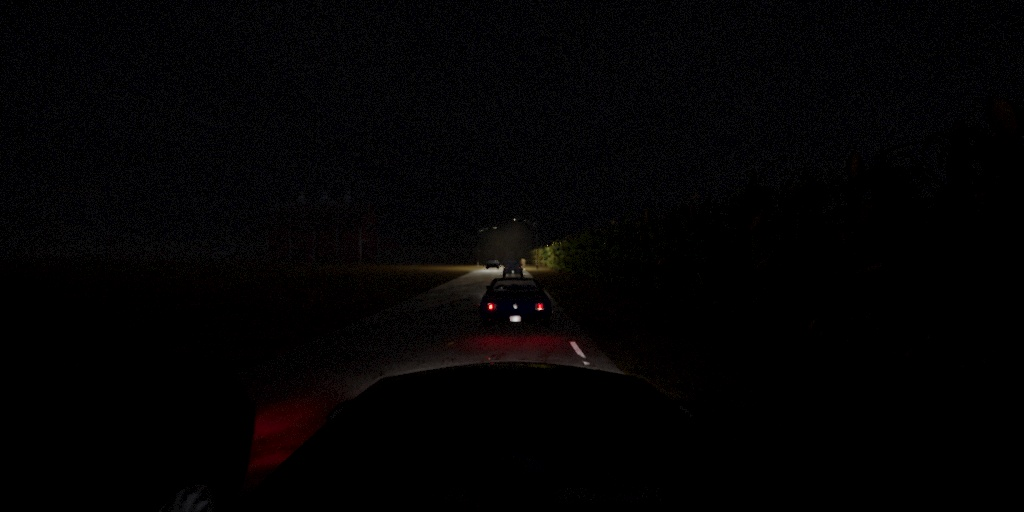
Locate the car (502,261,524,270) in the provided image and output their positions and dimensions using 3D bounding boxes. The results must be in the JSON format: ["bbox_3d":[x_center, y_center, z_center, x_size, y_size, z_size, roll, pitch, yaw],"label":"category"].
[{"bbox_3d":[0.085,1.150,33.892,1.812,1.442,4.674,0,0,0],"label":"car"}]

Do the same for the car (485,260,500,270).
[{"bbox_3d":[-2.799,1.290,51.997,1.895,1.301,4.718,0,0,0],"label":"car"}]

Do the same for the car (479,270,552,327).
[{"bbox_3d":[0.094,1.302,11.330,1.895,1.301,4.718,0,0,0],"label":"car"}]

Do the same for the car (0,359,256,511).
[{"bbox_3d":[-2.849,1.261,0.703,1.837,1.490,4.892,0,0,0],"label":"car"}]
